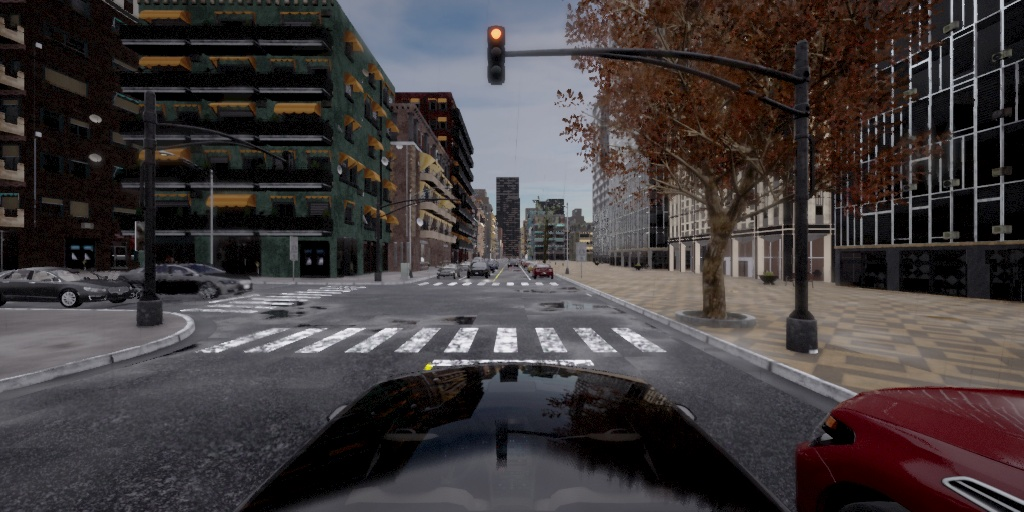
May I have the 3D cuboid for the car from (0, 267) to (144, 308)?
[{"bbox_3d":[-16.420,1.091,12.991,4.403,1.370,2.007,0,0,0],"label":"car"}]

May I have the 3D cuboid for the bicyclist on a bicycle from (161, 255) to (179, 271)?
[{"bbox_3d":[-23.138,0.761,24.260,0.582,1.620,1.656,1,0,-1],"label":"bicyclist on a bicycle"}]

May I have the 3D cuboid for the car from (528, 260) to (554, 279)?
[{"bbox_3d":[2.732,1.307,32.381,1.888,1.381,4.507,0,0,0],"label":"car"}]

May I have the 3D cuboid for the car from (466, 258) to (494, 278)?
[{"bbox_3d":[-3.051,1.241,33.676,1.882,1.535,5.008,0,0,0],"label":"car"}]

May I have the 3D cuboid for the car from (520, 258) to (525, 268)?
[{"bbox_3d":[2.769,1.375,60.043,1.802,1.307,4.207,0,0,0],"label":"car"}]

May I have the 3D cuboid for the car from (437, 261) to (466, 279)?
[{"bbox_3d":[-5.648,1.313,32.392,2.007,1.370,4.403,0,0,0],"label":"car"}]

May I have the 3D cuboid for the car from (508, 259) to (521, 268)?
[{"bbox_3d":[0.181,1.398,63.019,1.895,1.301,4.718,0,0,0],"label":"car"}]

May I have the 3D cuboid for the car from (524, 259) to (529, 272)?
[{"bbox_3d":[2.747,1.298,43.616,1.751,1.417,4.829,0,0,0],"label":"car"}]

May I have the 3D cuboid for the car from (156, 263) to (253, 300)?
[{"bbox_3d":[-14.186,1.066,15.734,4.902,1.511,2.128,1,0,-3],"label":"car"}]

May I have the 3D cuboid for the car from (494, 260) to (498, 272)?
[{"bbox_3d":[-3.025,1.374,43.700,1.895,1.301,4.718,0,0,0],"label":"car"}]
